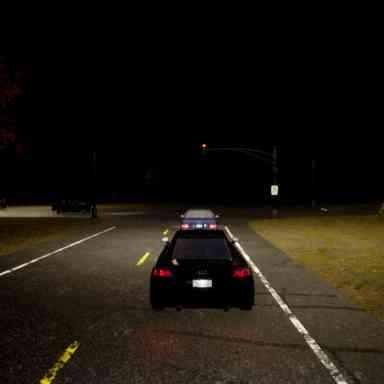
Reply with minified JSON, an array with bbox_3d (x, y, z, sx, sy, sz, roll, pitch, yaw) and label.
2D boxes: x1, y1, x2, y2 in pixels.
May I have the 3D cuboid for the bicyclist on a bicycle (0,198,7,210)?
[{"bbox_3d":[-25.532,1.579,45.049,0.582,1.620,1.656,-1,0,5],"label":"bicyclist on a bicycle"}]

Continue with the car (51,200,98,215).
[{"bbox_3d":[-12.814,1.639,36.347,4.902,1.511,2.128,-1,1,5],"label":"car"}]

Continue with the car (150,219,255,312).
[{"bbox_3d":[0.197,1.558,7.792,1.994,1.385,4.181,0,0,1],"label":"car"}]

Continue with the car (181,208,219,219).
[{"bbox_3d":[0.387,1.530,17.020,2.033,1.411,5.357,0,0,2],"label":"car"}]
